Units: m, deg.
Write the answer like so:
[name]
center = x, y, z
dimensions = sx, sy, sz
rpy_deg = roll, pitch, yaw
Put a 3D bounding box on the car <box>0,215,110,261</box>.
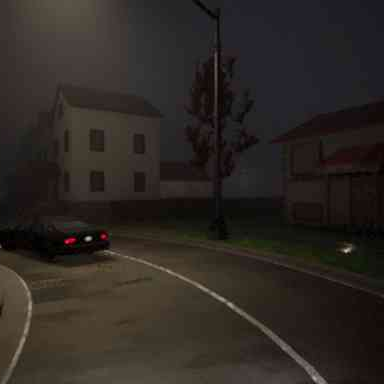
[car]
center = -5.324, 1.590, 12.470
dimensions = 5.357, 1.411, 2.033
rpy_deg = 0, 0, 40
